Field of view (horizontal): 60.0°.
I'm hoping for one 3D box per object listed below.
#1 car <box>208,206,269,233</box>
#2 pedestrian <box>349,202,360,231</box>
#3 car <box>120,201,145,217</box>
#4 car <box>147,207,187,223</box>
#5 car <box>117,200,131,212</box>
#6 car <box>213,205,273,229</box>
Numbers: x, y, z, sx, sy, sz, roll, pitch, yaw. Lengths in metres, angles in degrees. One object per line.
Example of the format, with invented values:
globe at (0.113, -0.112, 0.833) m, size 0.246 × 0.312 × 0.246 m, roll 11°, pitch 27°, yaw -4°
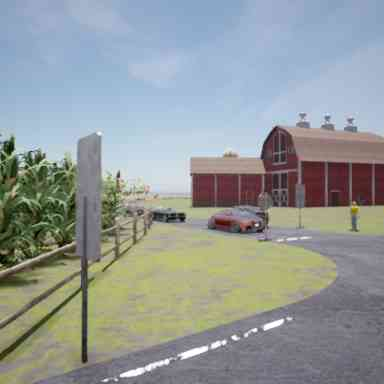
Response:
car at (2.782, 1.781, 21.103) m, size 1.994 × 1.385 × 4.181 m, roll 1°, pitch -1°, yaw -30°
pedestrian at (9.982, 1.475, 20.478) m, size 0.375 × 1.860 × 0.375 m, roll -1°, pitch 0°, yaw -32°
car at (-6.580, 2.109, 38.791) m, size 1.994 × 1.385 × 4.181 m, roll 1°, pitch -1°, yaw -25°
car at (-2.249, 1.987, 30.028) m, size 1.895 × 1.301 × 4.718 m, roll 1°, pitch -1°, yaw -28°
car at (-10.675, 2.058, 48.203) m, size 2.097 × 1.767 × 4.553 m, roll 0°, pitch -1°, yaw -22°
car at (3.723, 1.796, 25.181) m, size 1.837 × 1.490 × 4.892 m, roll 1°, pitch -1°, yaw -30°
